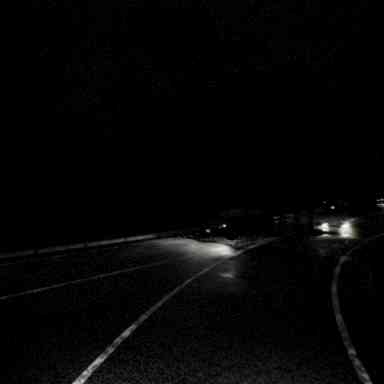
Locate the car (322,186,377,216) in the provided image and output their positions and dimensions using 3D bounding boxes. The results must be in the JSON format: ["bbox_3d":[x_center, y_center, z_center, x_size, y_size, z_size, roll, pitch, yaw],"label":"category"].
[{"bbox_3d":[12.313,0.612,25.845,5.566,2.045,2.150,-4,3,-39],"label":"car"}]

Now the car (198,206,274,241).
[{"bbox_3d":[2.365,1.444,16.726,4.674,1.442,1.812,-2,1,-45],"label":"car"}]
